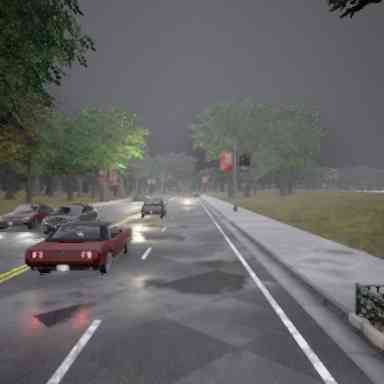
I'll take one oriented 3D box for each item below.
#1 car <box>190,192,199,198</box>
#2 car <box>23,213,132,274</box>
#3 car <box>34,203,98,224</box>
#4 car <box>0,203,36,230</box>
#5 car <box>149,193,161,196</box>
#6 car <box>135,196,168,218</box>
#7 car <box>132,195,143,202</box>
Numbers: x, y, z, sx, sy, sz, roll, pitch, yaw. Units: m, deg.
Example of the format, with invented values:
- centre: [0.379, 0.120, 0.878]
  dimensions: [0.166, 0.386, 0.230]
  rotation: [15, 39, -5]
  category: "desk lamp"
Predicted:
- centre: [1.157, 0.935, 94.155]
  dimensions: [1.837, 1.490, 4.892]
  rotation: [0, 0, 0]
  category: "car"
- centre: [-3.149, 1.555, 10.350]
  dimensions: [1.895, 1.301, 4.718]
  rotation: [0, 0, 0]
  category: "car"
- centre: [-6.596, 1.413, 18.507]
  dimensions: [1.837, 1.490, 4.892]
  rotation: [0, 0, 0]
  category: "car"
- centre: [-9.845, 1.422, 20.362]
  dimensions: [1.812, 1.442, 4.674]
  rotation: [0, 0, 0]
  category: "car"
- centre: [-6.531, 0.999, 59.270]
  dimensions: [2.097, 1.767, 4.553]
  rotation: [0, 0, 1]
  category: "car"
- centre: [-3.144, 1.338, 28.234]
  dimensions: [2.128, 1.511, 4.902]
  rotation: [0, 0, 0]
  category: "car"
- centre: [-9.759, 1.195, 61.638]
  dimensions: [1.994, 1.385, 4.181]
  rotation: [0, 0, 0]
  category: "car"
